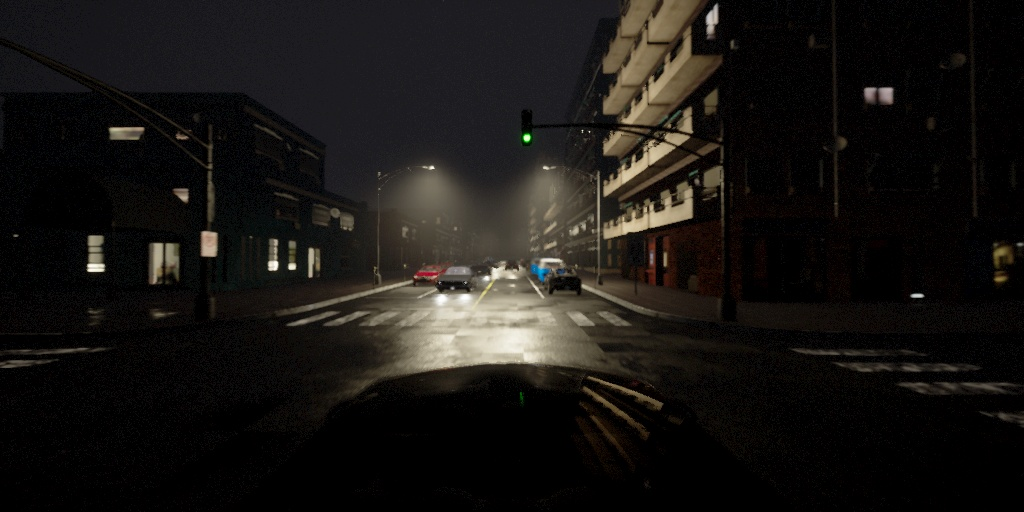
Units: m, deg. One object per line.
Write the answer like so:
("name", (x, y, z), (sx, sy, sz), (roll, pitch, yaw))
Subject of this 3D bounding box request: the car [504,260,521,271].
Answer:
("car", (-0.001, 1.282, 49.191), (1.812, 1.442, 4.674), (0, 0, 0))

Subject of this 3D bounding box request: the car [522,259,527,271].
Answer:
("car", (2.690, 1.282, 47.780), (1.751, 1.417, 4.829), (0, 0, 0))

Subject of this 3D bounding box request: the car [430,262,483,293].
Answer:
("car", (-3.097, 1.304, 21.328), (2.033, 1.411, 5.357), (0, 0, 0))

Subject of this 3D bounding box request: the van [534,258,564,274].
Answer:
("van", (2.691, 1.098, 25.286), (1.690, 1.789, 3.998), (0, 0, 0))

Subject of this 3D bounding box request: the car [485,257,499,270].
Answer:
("car", (-3.001, 1.308, 53.781), (2.033, 1.411, 5.357), (0, 0, 0))

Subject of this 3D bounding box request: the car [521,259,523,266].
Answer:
("car", (2.690, 1.317, 58.772), (1.948, 1.339, 4.313), (0, 0, 0))

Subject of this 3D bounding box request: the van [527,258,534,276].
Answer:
("van", (2.691, 1.099, 36.449), (1.690, 1.789, 3.998), (0, 0, 0))

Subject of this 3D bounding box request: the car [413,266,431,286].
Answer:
("car", (-5.690, 1.339, 25.251), (1.802, 1.307, 4.207), (0, 0, 0))

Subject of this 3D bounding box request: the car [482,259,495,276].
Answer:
("car", (-3.088, 1.322, 36.367), (1.994, 1.385, 4.181), (0, 0, 0))

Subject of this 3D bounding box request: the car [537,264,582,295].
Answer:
("car", (2.691, 1.307, 19.707), (2.007, 1.370, 4.403), (0, 0, 0))
